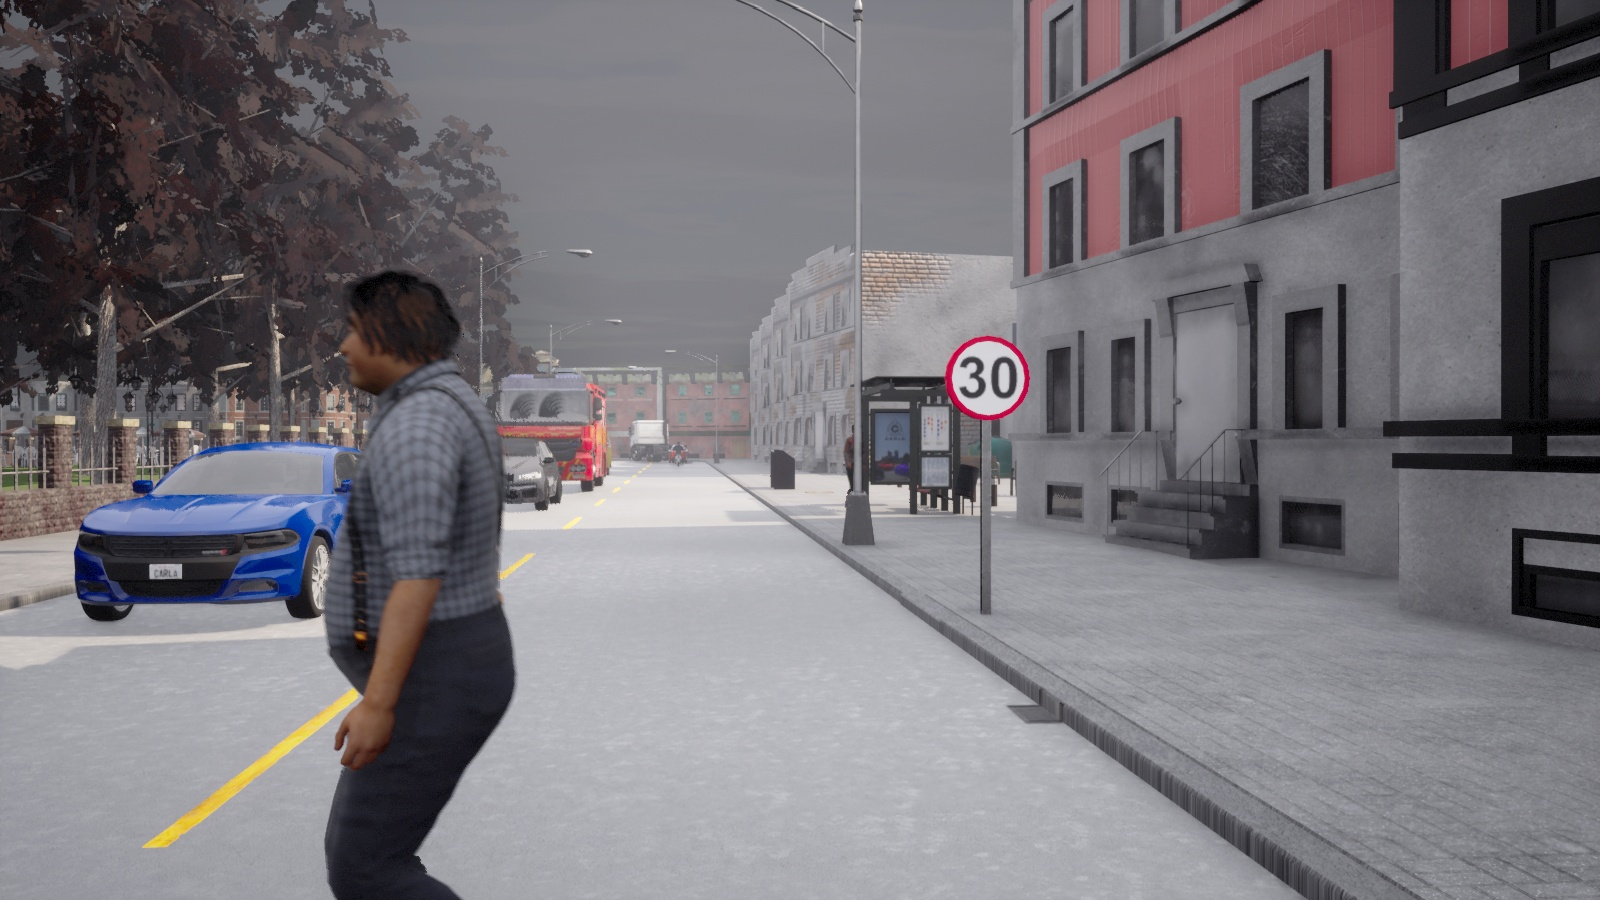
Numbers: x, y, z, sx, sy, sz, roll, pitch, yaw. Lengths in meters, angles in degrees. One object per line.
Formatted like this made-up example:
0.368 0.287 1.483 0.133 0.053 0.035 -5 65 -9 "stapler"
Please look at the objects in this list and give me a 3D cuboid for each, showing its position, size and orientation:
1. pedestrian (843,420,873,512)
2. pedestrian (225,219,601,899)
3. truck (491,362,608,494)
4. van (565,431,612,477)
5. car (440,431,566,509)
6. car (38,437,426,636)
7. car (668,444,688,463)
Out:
1.164 0.312 25.269 0.328 1.805 0.869 0 0 -16 "pedestrian"
-0.806 0.470 2.764 0.694 1.848 0.540 0 0 -5 "pedestrian"
-7.919 -0.654 40.727 2.891 3.827 8.468 0 0 -6 "truck"
-9.449 0.173 56.434 1.775 1.987 4.442 0 0 -6 "van"
-6.807 0.420 29.268 2.242 1.667 4.611 0 0 -5 "car"
-5.147 0.651 12.257 1.882 1.535 5.008 0 0 -5 "car"
-9.072 0.268 93.498 1.481 1.376 2.207 0 0 -6 "car"
